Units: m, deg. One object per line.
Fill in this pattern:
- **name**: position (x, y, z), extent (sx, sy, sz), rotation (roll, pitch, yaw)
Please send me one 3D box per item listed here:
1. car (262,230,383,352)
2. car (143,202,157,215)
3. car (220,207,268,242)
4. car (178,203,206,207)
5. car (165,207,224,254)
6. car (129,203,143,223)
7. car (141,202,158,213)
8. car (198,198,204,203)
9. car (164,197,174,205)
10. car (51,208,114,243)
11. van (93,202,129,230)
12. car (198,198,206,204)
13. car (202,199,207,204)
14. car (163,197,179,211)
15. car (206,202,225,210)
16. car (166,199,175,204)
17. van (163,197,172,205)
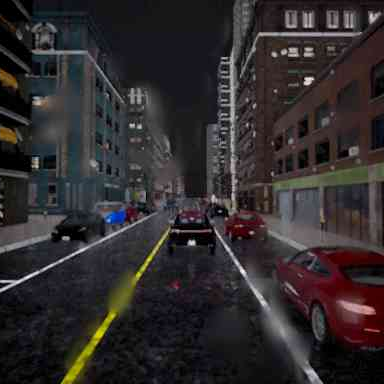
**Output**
- **car**: position (2.696, 1.644, 6.146), extent (1.802, 1.307, 4.206), rotation (0, -1, 0)
- **car**: position (-5.695, 1.963, 39.296), extent (1.947, 1.339, 4.313), rotation (0, -1, 0)
- **car**: position (2.693, 1.717, 17.193), extent (1.887, 1.381, 4.507), rotation (0, -1, 0)
- **car**: position (-0.006, 1.894, 29.111), extent (1.895, 1.301, 4.718), rotation (0, -1, 0)
- **car**: position (0.000, 1.636, 14.296), extent (2.128, 1.511, 4.902), rotation (0, 0, 0)
- **car**: position (-5.691, 1.829, 28.250), extent (1.887, 1.381, 4.507), rotation (0, -1, 0)
- **car**: position (-5.696, 2.036, 44.818), extent (1.802, 1.307, 4.206), rotation (0, -1, 0)
- **car**: position (2.675, 2.381, 77.213), extent (1.802, 1.307, 4.206), rotation (0, -1, 0)
- **car**: position (-5.706, 2.173, 82.742), extent (2.192, 1.841, 5.009), rotation (0, -1, 0)
- **car**: position (-5.688, 1.738, 17.203), extent (1.947, 1.339, 4.313), rotation (0, -1, 0)
- **van**: position (-5.688, 1.569, 22.729), extent (1.690, 1.788, 3.998), rotation (0, -1, 0)
- **car**: position (2.673, 2.359, 88.269), extent (1.967, 1.590, 4.097), rotation (0, -1, 0)
- **car**: position (2.685, 2.020, 44.809), extent (1.947, 1.339, 4.313), rotation (0, -1, 0)
- **car**: position (-3.016, 1.854, 49.672), extent (2.097, 1.767, 4.553), rotation (0, 0, 0)
- **car**: position (2.688, 1.907, 33.763), extent (1.947, 1.339, 4.313), rotation (0, -1, 0)
- **car**: position (-5.709, 2.463, 88.267), extent (1.887, 1.381, 4.507), rotation (0, -1, 0)
- **van**: position (-5.704, 2.139, 77.214), extent (1.690, 1.788, 3.998), rotation (0, -1, 0)
